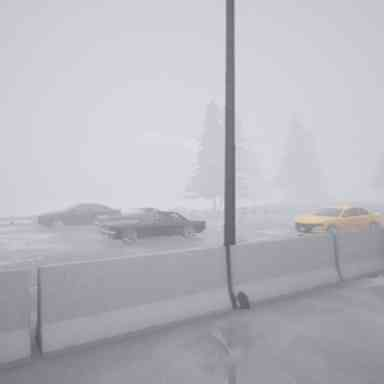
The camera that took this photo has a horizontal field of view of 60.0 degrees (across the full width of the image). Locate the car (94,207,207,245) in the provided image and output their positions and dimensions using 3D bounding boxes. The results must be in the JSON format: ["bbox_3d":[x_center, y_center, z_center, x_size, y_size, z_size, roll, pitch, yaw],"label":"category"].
[{"bbox_3d":[-1.737,1.552,15.289,4.718,1.301,1.895,0,0,-32],"label":"car"}]

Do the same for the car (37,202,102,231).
[{"bbox_3d":[-6.722,1.409,20.363,5.008,1.535,1.882,0,0,-33],"label":"car"}]

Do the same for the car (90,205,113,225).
[{"bbox_3d":[-2.952,1.541,18.657,4.718,1.301,1.895,0,0,-32],"label":"car"}]

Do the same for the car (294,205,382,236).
[{"bbox_3d":[7.302,1.432,16.595,5.008,1.535,1.882,0,0,-29],"label":"car"}]
